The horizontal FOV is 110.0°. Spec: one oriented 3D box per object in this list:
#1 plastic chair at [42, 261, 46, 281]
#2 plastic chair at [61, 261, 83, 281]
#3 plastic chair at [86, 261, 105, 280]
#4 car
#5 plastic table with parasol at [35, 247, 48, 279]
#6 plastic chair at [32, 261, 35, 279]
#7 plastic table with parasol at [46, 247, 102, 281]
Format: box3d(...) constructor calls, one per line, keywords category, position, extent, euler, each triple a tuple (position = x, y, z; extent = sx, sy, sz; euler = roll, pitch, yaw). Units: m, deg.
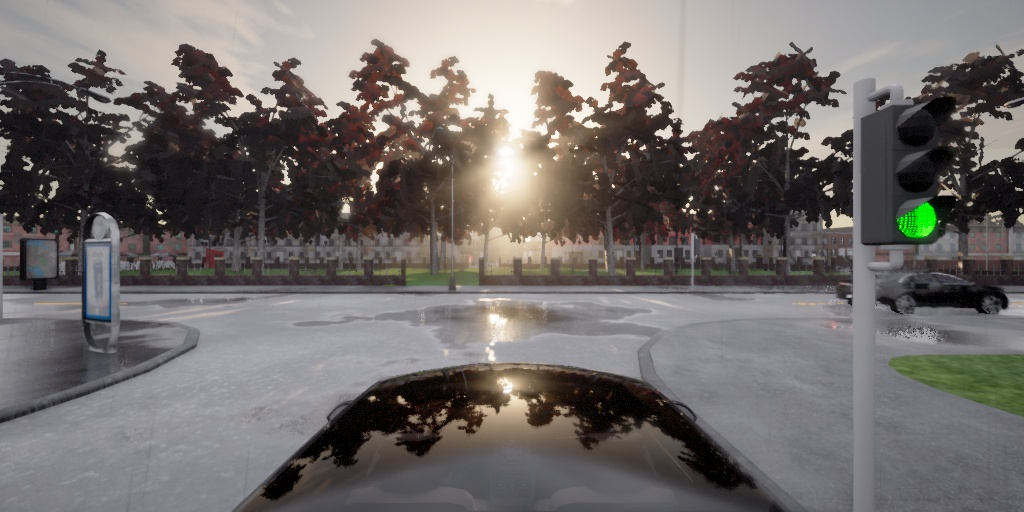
box3d(category="plastic chair", position=(-40.232, 1.295, 31.430), extent=(0.730, 1.272, 0.750), euler=(0, 0, -40))
box3d(category="plastic chair", position=(-38.300, 1.308, 31.202), extent=(0.750, 1.272, 0.730), euler=(0, 0, -35))
box3d(category="plastic chair", position=(-38.205, 1.299, 32.909), extent=(0.730, 1.272, 0.750), euler=(0, 0, -40))
box3d(category="car", position=(14.527, 1.242, 12.840), extent=(4.902, 1.511, 2.128), euler=(0, 0, 0))
box3d(category="plastic table with parasol", position=(-43.625, 0.623, 34.816), extent=(2.482, 2.480, 2.482), euler=(0, 0, -39))
box3d(category="plastic chair", position=(-44.632, 1.297, 34.066), extent=(0.730, 1.272, 0.750), euler=(0, 0, -41))
box3d(category="plastic table with parasol", position=(-39.202, 0.697, 32.175), extent=(2.482, 2.480, 2.482), euler=(0, 0, -40))
